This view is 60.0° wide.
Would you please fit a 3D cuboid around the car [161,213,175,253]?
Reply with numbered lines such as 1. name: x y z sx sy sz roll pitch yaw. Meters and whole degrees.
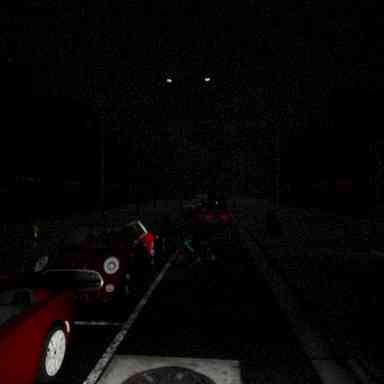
1. car: -1.752 1.542 13.652 1.887 1.381 4.507 0 0 4

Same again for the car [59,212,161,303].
1. car: -2.157 1.438 8.202 1.967 1.590 4.097 0 0 4

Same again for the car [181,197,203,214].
1. car: -0.146 1.521 35.279 1.752 1.417 4.829 0 0 4

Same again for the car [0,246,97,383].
1. car: -2.559 1.544 2.754 1.887 1.381 4.507 0 0 4

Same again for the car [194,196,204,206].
1. car: 0.675 1.590 46.345 1.802 1.307 4.206 0 0 4

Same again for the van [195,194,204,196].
1. van: 1.080 1.358 51.795 1.690 1.788 3.998 0 0 4

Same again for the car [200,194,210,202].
1. car: 3.104 1.379 79.040 2.192 1.841 5.009 0 0 4

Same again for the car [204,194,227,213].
1. car: 2.701 1.214 36.608 2.150 2.045 5.566 0 -1 4

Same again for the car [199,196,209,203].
1. car: 2.699 1.603 73.591 2.008 1.369 4.403 0 0 4

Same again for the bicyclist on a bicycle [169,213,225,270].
1. bicyclist on a bicycle: 0.128 1.441 9.595 1.656 1.620 0.582 -1 0 4

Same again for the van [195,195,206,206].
1. van: 1.485 1.367 57.244 1.690 1.788 3.998 0 0 4

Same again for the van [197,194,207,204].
1. van: 1.890 1.375 62.693 1.690 1.788 3.998 0 0 4
